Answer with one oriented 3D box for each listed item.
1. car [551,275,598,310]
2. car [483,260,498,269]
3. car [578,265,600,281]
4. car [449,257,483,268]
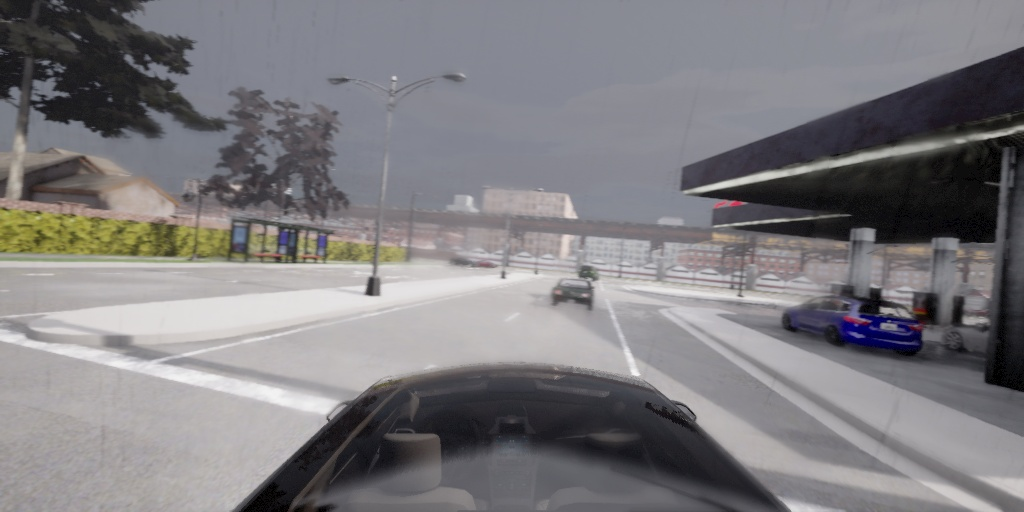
[{"bbox_3d":[3.153,1.788,17.954,1.895,1.301,4.718,5,-1,13],"label":"car"},{"bbox_3d":[-4.402,1.399,60.333,4.181,1.385,1.994,5,0,14],"label":"car"},{"bbox_3d":[10.803,2.405,50.004,2.150,2.045,5.566,4,-2,23],"label":"car"},{"bbox_3d":[-7.652,1.007,57.409,4.892,1.490,1.837,5,-1,16],"label":"car"}]
